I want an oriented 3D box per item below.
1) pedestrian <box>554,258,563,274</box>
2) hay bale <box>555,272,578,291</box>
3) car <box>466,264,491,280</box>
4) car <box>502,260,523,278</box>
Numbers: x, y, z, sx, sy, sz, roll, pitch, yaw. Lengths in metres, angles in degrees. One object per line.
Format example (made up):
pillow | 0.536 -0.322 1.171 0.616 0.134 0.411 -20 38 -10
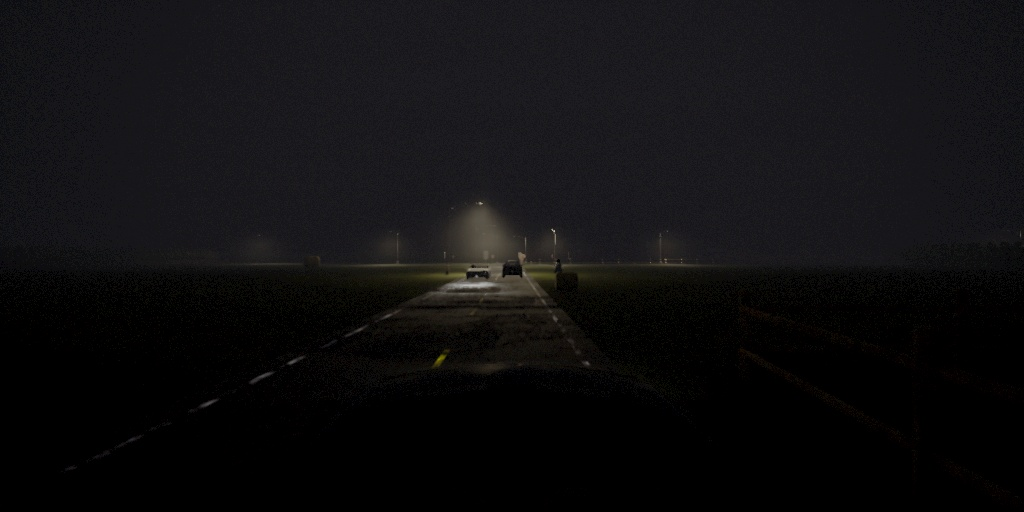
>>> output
pedestrian | 2.824 1.038 21.824 0.375 1.860 0.375 -1 1 1
hay bale | 3.125 1.401 20.715 1.220 1.180 1.240 0 0 0
car | -2.848 1.346 31.142 1.895 1.301 4.718 0 0 0
car | 0.047 1.222 34.011 1.882 1.535 5.008 0 0 1
